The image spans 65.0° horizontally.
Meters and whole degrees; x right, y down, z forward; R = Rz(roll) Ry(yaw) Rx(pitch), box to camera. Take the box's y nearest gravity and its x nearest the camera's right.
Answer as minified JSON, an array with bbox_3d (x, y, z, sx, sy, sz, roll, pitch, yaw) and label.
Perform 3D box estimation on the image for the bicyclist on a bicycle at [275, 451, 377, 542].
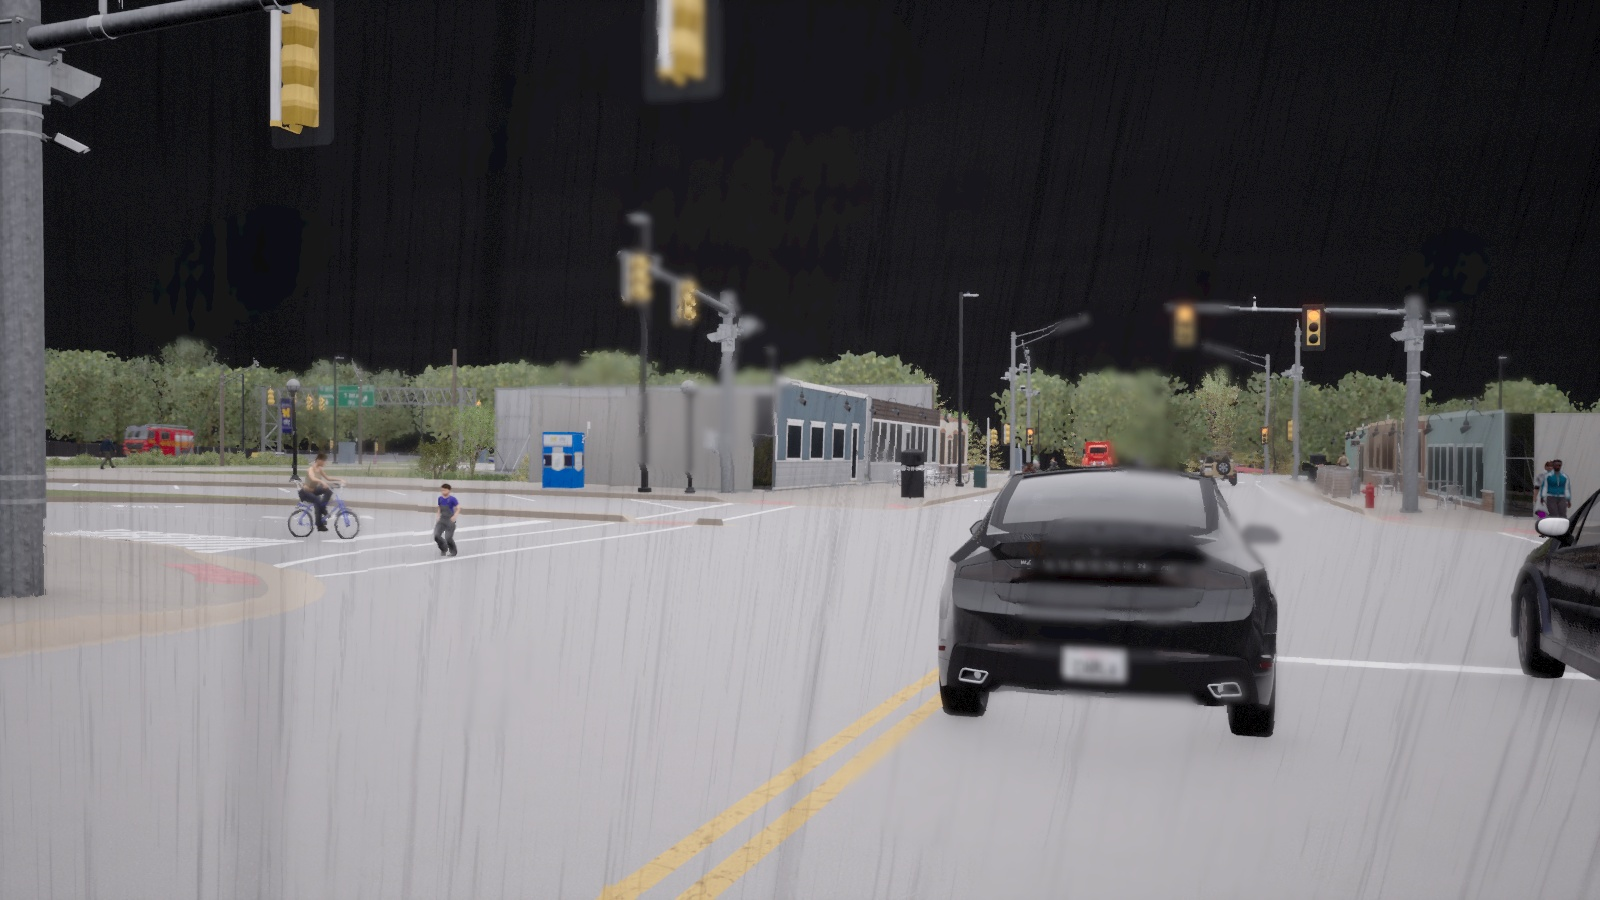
[{"bbox_3d":[-8.835,0.846,23.429,1.509,1.612,0.866,2,0,10],"label":"bicyclist on a bicycle"}]

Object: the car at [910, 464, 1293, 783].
[{"bbox_3d":[2.155,0.886,8.577,1.837,1.490,4.892,1,-1,17],"label":"car"}]

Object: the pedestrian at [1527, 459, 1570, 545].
[{"bbox_3d":[17.322,1.184,29.059,0.659,1.952,0.873,1,1,44],"label":"pedestrian"}]

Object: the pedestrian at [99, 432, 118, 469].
[{"bbox_3d":[-34.697,0.004,63.021,0.402,1.842,0.726,1,1,18],"label":"pedestrian"}]

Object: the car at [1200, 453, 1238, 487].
[{"bbox_3d":[23.680,1.096,71.104,1.932,1.855,4.605,1,0,17],"label":"car"}]

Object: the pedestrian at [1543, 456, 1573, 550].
[{"bbox_3d":[15.956,1.104,26.454,0.396,1.930,0.692,1,1,20],"label":"pedestrian"}]

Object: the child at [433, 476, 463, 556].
[{"bbox_3d":[-5.726,1.067,20.447,0.270,1.263,0.437,1,1,16],"label":"child"}]

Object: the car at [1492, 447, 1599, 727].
[{"bbox_3d":[5.806,0.822,7.885,1.851,1.617,3.988,1,-1,18],"label":"car"}]
